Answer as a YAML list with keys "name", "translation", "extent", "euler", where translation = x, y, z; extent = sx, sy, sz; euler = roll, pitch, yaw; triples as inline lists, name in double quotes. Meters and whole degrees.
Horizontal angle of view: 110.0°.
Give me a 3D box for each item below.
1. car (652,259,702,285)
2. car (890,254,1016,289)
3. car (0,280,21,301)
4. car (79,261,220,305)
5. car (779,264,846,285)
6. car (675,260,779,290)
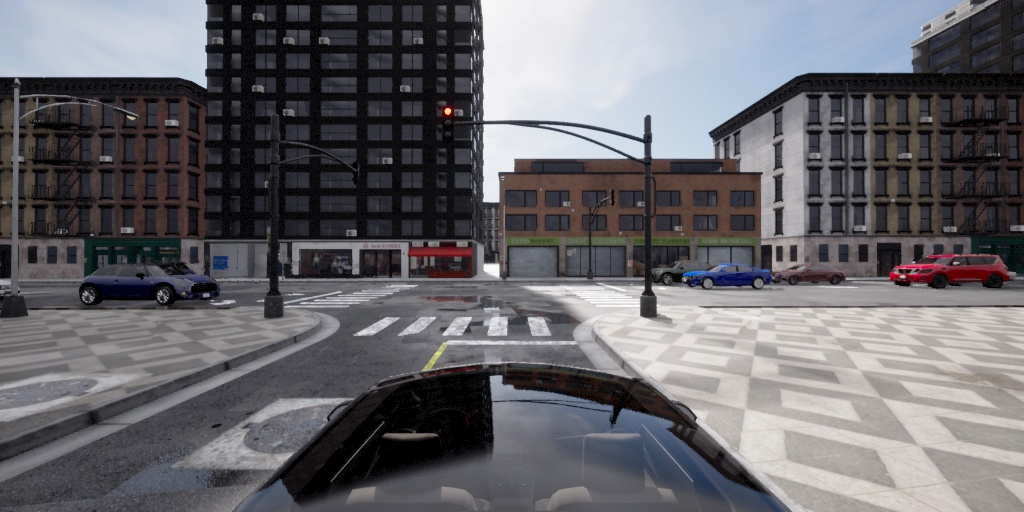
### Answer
- name: "car"
  translation: [11.965, 1.117, 25.316]
  extent: [4.553, 1.767, 2.097]
  euler: [0, 0, 0]
- name: "car"
  translation: [26.853, 0.930, 22.112]
  extent: [5.566, 2.045, 2.150]
  euler: [0, 0, 0]
- name: "car"
  translation: [-24.098, 1.279, 15.251]
  extent: [4.674, 1.442, 1.812]
  euler: [0, 0, 0]
- name: "car"
  translation: [-15.217, 1.088, 15.257]
  extent: [4.553, 1.767, 2.097]
  euler: [0, 0, 1]
- name: "car"
  translation: [20.793, 1.272, 25.327]
  extent: [4.674, 1.442, 1.812]
  euler: [0, 0, 0]
- name: "car"
  translation: [13.103, 1.213, 22.058]
  extent: [5.008, 1.535, 1.882]
  euler: [0, 0, -2]
